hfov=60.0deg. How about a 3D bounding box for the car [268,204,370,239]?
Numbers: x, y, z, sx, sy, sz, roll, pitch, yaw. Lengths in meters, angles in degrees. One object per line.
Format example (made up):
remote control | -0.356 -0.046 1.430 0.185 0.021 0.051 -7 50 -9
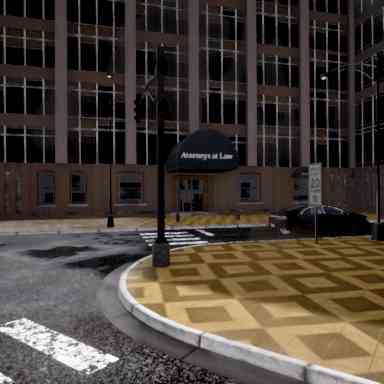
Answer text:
car | 6.075 1.309 15.896 4.902 1.511 2.128 0 0 -14
